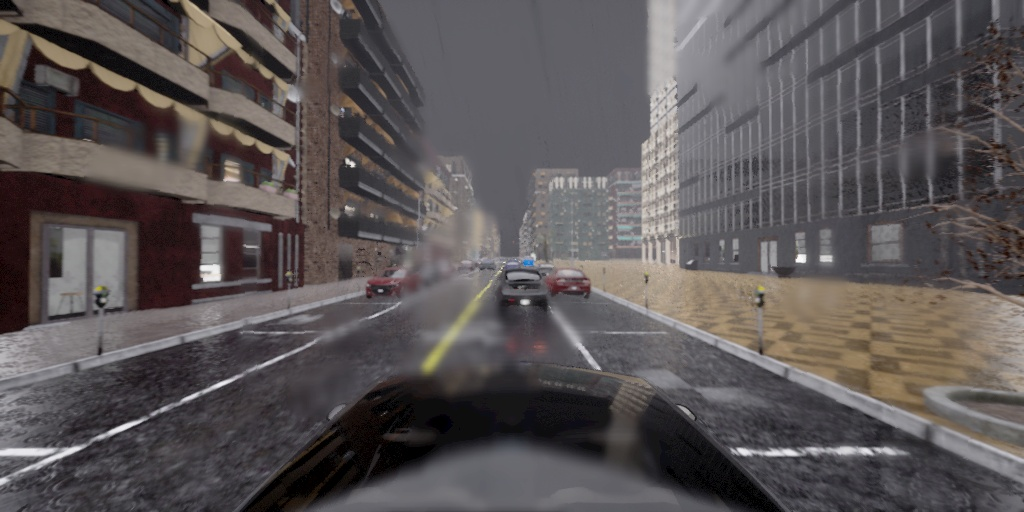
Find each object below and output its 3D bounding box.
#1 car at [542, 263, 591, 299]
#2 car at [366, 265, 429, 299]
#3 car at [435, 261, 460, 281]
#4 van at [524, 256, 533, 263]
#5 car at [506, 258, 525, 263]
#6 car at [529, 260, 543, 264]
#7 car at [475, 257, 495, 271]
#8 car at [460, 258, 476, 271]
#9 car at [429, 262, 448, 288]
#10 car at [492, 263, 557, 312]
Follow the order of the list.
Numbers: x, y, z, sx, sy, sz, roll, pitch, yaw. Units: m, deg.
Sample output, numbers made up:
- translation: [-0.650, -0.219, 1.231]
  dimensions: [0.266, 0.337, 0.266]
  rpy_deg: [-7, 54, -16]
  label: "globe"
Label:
- translation: [2.689, 1.244, 17.754]
  dimensions: [1.888, 1.381, 4.507]
  rpy_deg: [0, 0, 0]
  label: "car"
- translation: [-5.692, 1.244, 17.753]
  dimensions: [1.888, 1.381, 4.507]
  rpy_deg: [0, 0, 0]
  label: "car"
- translation: [-5.694, 1.104, 28.893]
  dimensions: [1.967, 1.591, 4.097]
  rpy_deg: [0, 0, 0]
  label: "car"
- translation: [2.709, 0.908, 60.130]
  dimensions: [1.690, 1.789, 3.998]
  rpy_deg: [0, 0, 0]
  label: "van"
- translation: [0.093, 1.168, 35.858]
  dimensions: [1.812, 1.442, 4.674]
  rpy_deg: [0, 0, 0]
  label: "car"
- translation: [2.687, 1.214, 28.893]
  dimensions: [2.007, 1.370, 4.403]
  rpy_deg: [0, 0, 0]
  label: "car"
- translation: [-3.060, 1.160, 45.558]
  dimensions: [2.033, 1.411, 5.357]
  rpy_deg: [0, 0, 0]
  label: "car"
- translation: [-5.696, 1.195, 45.602]
  dimensions: [1.802, 1.307, 4.207]
  rpy_deg: [0, 0, 0]
  label: "car"
- translation: [-5.692, 1.247, 23.323]
  dimensions: [1.948, 1.339, 4.313]
  rpy_deg: [0, 0, 0]
  label: "car"
- translation: [0.298, 1.217, 13.944]
  dimensions: [1.837, 1.490, 4.892]
  rpy_deg: [0, 0, -4]
  label: "car"
